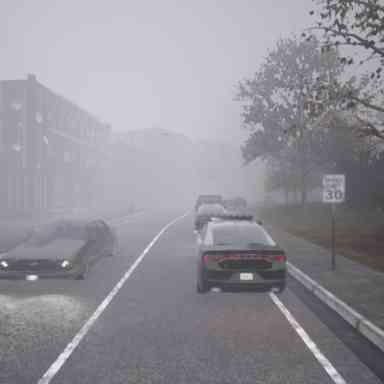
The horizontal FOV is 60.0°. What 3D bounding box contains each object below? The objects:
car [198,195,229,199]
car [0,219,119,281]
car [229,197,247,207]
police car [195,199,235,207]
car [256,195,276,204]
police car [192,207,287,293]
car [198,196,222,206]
[{"bbox_3d":[1.387,1.211,24.671,2.150,2.045,5.566,0,0,5],"label":"car"},{"bbox_3d":[-3.587,1.544,10.129,2.033,1.411,5.357,0,0,0],"label":"car"},{"bbox_3d":[5.936,1.379,45.032,1.882,1.535,5.008,0,0,28],"label":"car"},{"bbox_3d":[1.101,1.418,18.924,1.930,1.638,5.238,0,0,1],"label":"police car"},{"bbox_3d":[12.258,1.275,55.312,1.812,1.442,4.674,-1,1,40],"label":"car"},{"bbox_3d":[1.050,1.422,8.987,1.930,1.638,5.238,0,0,0],"label":"police car"},{"bbox_3d":[2.948,1.454,53.134,1.994,1.385,4.181,-1,0,32],"label":"car"}]
